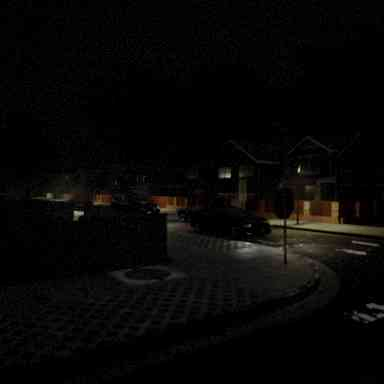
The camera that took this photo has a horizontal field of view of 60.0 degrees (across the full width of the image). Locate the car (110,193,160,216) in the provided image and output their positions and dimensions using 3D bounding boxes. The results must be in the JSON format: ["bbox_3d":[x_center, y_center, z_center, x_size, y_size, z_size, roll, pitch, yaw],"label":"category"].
[{"bbox_3d":[-4.604,1.118,26.217,2.150,2.045,5.566,0,0,-35],"label":"car"}]

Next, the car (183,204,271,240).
[{"bbox_3d":[1.812,1.427,16.987,1.882,1.535,5.008,0,0,-33],"label":"car"}]

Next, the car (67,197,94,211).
[{"bbox_3d":[-12.686,1.311,37.764,1.882,1.535,5.008,0,0,-35],"label":"car"}]

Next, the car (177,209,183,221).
[{"bbox_3d":[0.927,1.528,23.548,1.895,1.301,4.718,0,0,-36],"label":"car"}]
